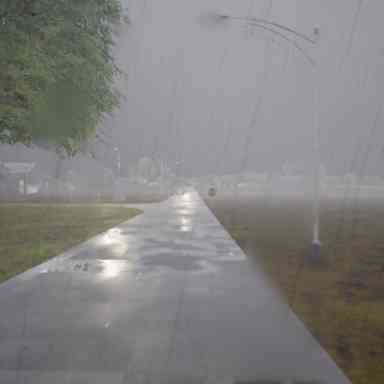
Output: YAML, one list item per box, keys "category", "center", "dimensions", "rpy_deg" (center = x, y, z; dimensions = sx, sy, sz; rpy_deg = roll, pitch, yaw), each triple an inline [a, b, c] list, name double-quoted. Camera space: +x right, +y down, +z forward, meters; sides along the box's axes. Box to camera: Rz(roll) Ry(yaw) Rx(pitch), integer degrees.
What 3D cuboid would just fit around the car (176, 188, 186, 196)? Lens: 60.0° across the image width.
- category: "car"
  center: [-2.870, 0.194, 80.932]
  dimensions: [1.812, 1.442, 4.674]
  rpy_deg: [0, 1, 0]
